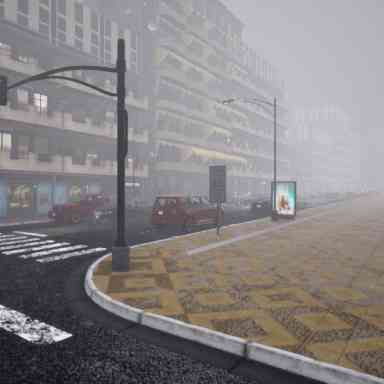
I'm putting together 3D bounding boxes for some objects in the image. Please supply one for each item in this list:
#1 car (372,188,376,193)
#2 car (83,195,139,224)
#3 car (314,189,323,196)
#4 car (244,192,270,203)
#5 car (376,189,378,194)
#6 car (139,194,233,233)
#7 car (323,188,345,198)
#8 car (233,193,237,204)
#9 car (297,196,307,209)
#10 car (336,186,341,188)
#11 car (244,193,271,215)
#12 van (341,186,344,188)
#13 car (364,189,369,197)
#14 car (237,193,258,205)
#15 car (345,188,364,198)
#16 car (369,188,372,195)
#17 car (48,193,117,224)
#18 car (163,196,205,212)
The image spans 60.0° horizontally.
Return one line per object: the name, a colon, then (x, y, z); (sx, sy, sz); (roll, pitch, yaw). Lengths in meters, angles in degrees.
car: (38.032, -0.012, 72.252); (1.887, 1.381, 4.507); (1, 2, 35)
car: (-4.261, 1.170, 21.897); (2.128, 1.511, 4.902); (0, 1, 35)
car: (27.943, -0.025, 72.444); (1.967, 1.590, 4.097); (2, 2, 35)
car: (8.872, 0.754, 45.179); (1.802, 1.307, 4.206); (2, 2, 35)
car: (44.389, -0.221, 81.344); (2.008, 1.369, 4.403); (1, 2, 35)
car: (-0.115, 1.026, 17.696); (2.192, 1.841, 5.009); (1, 2, 35)
car: (24.644, 0.380, 57.655); (1.994, 1.385, 4.181); (0, 1, 35)
car: (5.695, 0.829, 40.634); (2.008, 1.369, 4.403); (2, 2, 35)
car: (9.421, 0.965, 31.340); (1.947, 1.339, 4.313); (1, 2, 35)
car: (34.300, -0.240, 81.534); (1.967, 1.590, 4.097); (2, 2, 35)
car: (6.242, 1.069, 26.794); (1.947, 1.339, 4.313); (1, 2, 35)
van: (37.479, -0.446, 86.076); (1.690, 1.788, 3.998); (2, 2, 35)
car: (31.674, 0.098, 63.157); (1.967, 1.590, 4.097); (1, 2, 35)
car: (7.707, 0.834, 38.998); (2.033, 1.411, 5.357); (0, 1, 35)
car: (28.495, 0.308, 58.615); (1.887, 1.381, 4.507); (1, 2, 35)
car: (34.853, 0.095, 67.706); (1.887, 1.381, 4.507); (1, 2, 35)
car: (-7.017, 1.010, 22.448); (2.192, 1.841, 5.009); (1, 2, 35)
car: (-0.662, 1.069, 31.545); (1.802, 1.307, 4.206); (2, 2, 35)
